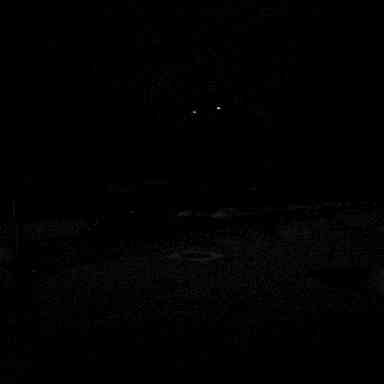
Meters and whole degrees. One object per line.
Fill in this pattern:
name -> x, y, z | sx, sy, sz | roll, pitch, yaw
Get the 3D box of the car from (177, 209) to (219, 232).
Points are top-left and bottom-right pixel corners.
car -> -0.217, 1.817, 21.961 | 1.802, 1.307, 4.206 | -1, -1, 35

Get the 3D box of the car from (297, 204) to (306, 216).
car -> 12.293, 2.092, 39.583 | 2.008, 1.369, 4.403 | -1, -1, 35

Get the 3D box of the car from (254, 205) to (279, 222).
car -> 6.038, 1.954, 30.772 | 1.947, 1.339, 4.313 | -1, -1, 35

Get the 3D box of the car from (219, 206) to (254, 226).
car -> 2.812, 1.835, 26.229 | 1.752, 1.417, 4.829 | -1, -1, 35

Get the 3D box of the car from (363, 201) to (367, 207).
car -> 40.440, 2.789, 79.228 | 1.947, 1.339, 4.313 | -1, -1, 35

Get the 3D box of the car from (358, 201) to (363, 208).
car -> 34.185, 2.635, 70.419 | 1.947, 1.339, 4.313 | -1, -1, 35

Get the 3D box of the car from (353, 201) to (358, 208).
car -> 31.058, 2.576, 66.014 | 1.802, 1.307, 4.206 | -1, -1, 35

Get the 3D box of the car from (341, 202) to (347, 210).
car -> 24.705, 2.367, 57.066 | 1.752, 1.417, 4.829 | -1, -1, 35

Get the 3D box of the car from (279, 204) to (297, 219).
car -> 9.165, 2.031, 35.177 | 1.947, 1.339, 4.313 | -1, -1, 35

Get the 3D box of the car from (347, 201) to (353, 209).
car -> 27.931, 2.485, 61.608 | 1.947, 1.339, 4.313 | -1, -1, 35

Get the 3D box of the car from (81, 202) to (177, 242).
car -> -3.344, 1.473, 17.561 | 2.192, 1.841, 5.009 | -1, -1, 35

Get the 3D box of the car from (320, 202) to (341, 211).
car -> 21.676, 2.319, 52.798 | 2.008, 1.369, 4.403 | -1, -1, 35
